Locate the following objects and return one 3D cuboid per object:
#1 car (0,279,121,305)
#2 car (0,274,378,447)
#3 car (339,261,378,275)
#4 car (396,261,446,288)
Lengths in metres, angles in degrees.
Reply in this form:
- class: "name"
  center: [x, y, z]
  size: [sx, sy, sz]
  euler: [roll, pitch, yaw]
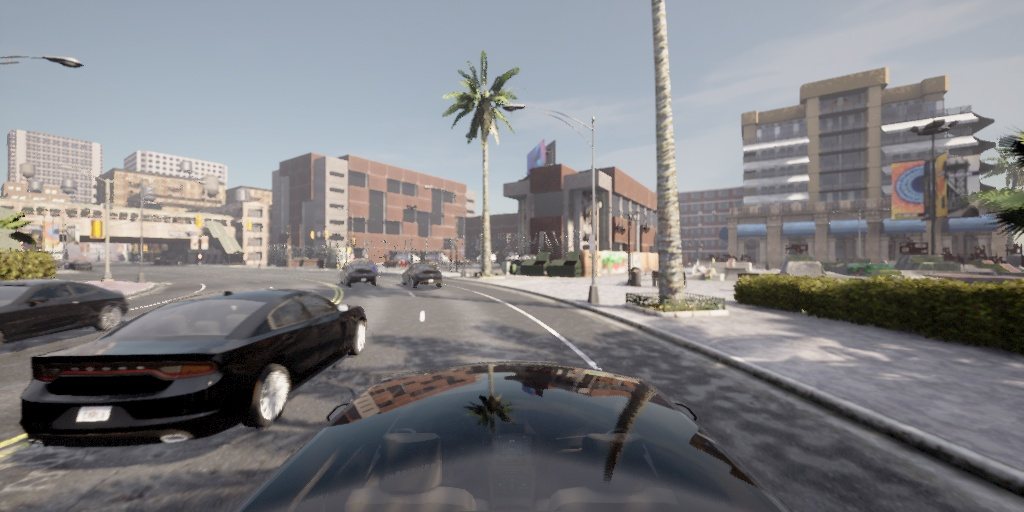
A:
- class: "car"
  center: [-11.390, 1.296, 8.218]
  size: [1.812, 1.442, 4.674]
  euler: [0, 0, -12]
- class: "car"
  center: [-3.871, 1.238, 5.623]
  size: [1.882, 1.535, 5.008]
  euler: [0, 0, -4]
- class: "car"
  center: [-11.103, 1.316, 25.693]
  size: [1.837, 1.490, 4.892]
  euler: [1, -1, -33]
- class: "car"
  center: [-6.209, 1.309, 24.329]
  size: [1.837, 1.490, 4.892]
  euler: [0, -1, -29]
